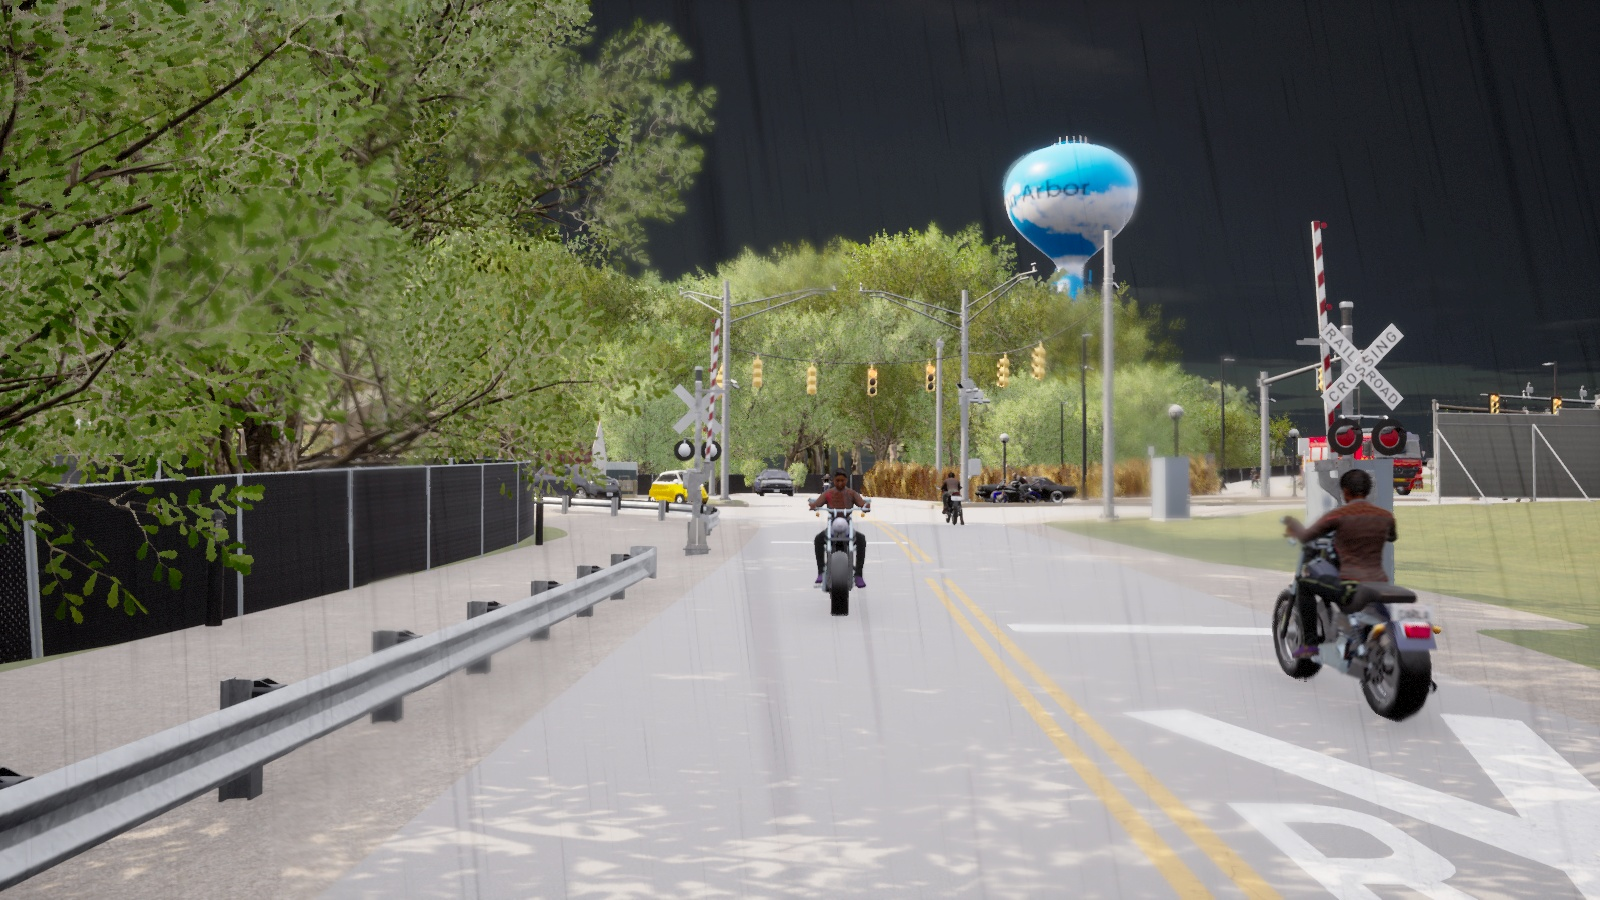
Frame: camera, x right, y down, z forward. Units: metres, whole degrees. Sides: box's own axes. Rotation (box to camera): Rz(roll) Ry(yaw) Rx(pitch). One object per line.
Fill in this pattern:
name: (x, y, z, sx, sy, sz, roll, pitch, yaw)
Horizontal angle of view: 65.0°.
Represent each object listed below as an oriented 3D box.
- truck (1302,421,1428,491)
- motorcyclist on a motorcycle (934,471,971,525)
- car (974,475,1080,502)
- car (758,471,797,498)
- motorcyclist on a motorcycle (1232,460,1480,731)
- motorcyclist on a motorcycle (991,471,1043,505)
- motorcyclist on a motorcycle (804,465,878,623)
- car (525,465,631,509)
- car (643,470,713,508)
truck: (32.596, 0.409, 72.910, 2.891, 3.827, 8.468, 0, -1, -5)
motorcyclist on a motorcycle: (4.415, 1.370, 36.557, 0.797, 1.523, 2.044, 1, -1, -1)
car: (10.900, 1.855, 60.602, 4.718, 1.301, 1.895, 0, -1, -4)
car: (-1.278, 1.825, 68.319, 2.033, 1.411, 5.357, 0, -1, -2)
motorcyclist on a motorcycle: (3.816, 0.914, 8.888, 0.766, 1.649, 2.350, 0, -1, 2)
motorcyclist on a motorcycle: (9.850, 1.730, 57.019, 2.191, 1.530, 0.866, 0, -1, -4)
motorcyclist on a motorcycle: (0.468, 1.004, 14.338, 0.766, 1.649, 2.350, 0, -1, 2)
car: (-7.956, 1.328, 44.830, 3.633, 1.501, 1.845, -1, -3, 41)
car: (-4.661, 1.502, 47.847, 2.207, 1.376, 1.481, -2, -3, 34)
